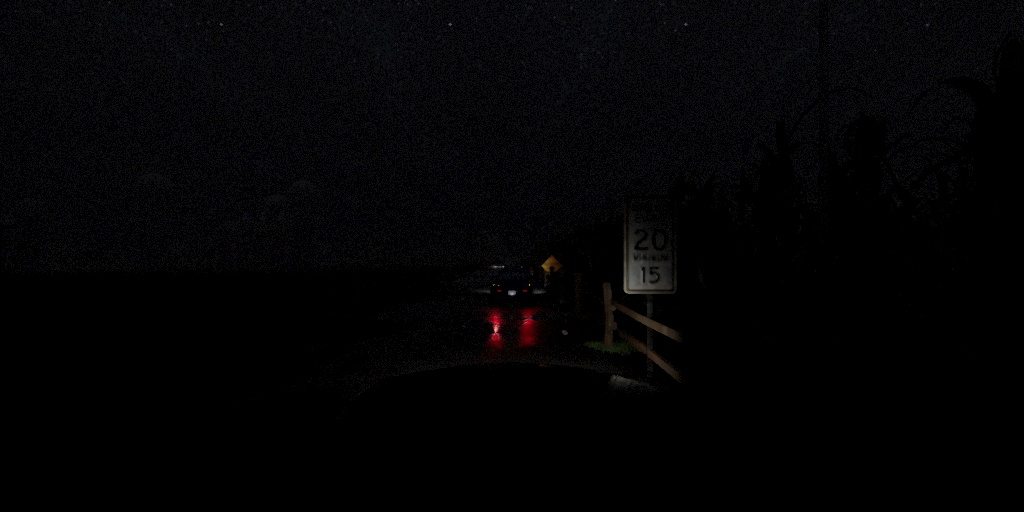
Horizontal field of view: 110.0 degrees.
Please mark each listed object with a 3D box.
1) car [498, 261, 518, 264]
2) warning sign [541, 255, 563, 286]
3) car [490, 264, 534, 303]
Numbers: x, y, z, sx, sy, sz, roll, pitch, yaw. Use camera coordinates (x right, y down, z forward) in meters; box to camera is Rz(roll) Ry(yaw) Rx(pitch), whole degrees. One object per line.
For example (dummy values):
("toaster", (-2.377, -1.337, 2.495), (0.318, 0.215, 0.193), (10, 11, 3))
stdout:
("car", (0.000, 1.348, 31.501), (1.994, 1.385, 4.181), (0, 0, 0))
("warning sign", (2.450, 0.873, 22.057), (1.300, 1.860, 1.060), (0, 0, 0))
("car", (0.000, 1.287, 16.501), (1.812, 1.442, 4.674), (0, 0, 0))
